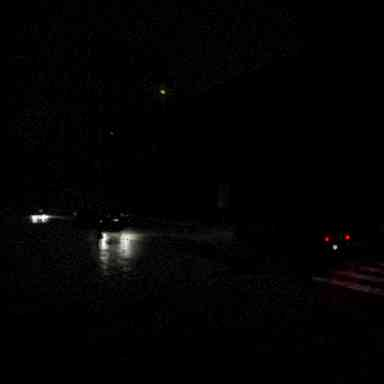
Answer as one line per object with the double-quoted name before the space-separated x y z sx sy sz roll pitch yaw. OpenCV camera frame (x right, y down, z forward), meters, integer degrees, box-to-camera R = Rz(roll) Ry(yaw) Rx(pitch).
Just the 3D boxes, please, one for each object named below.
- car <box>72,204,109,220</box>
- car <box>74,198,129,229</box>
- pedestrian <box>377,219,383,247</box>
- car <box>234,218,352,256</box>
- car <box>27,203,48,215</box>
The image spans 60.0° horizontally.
"car" -10.527 2.031 34.244 2.033 1.411 5.357 1 -2 -35
"car" -6.395 1.468 23.365 2.150 2.045 5.566 1 -2 -35
"pedestrian" 7.774 1.693 13.546 0.500 1.100 0.500 1 0 -35
"car" 3.936 1.738 13.916 1.895 1.301 4.718 1 -1 -35
"car" -19.646 2.112 42.139 2.128 1.511 4.902 1 -2 -35
